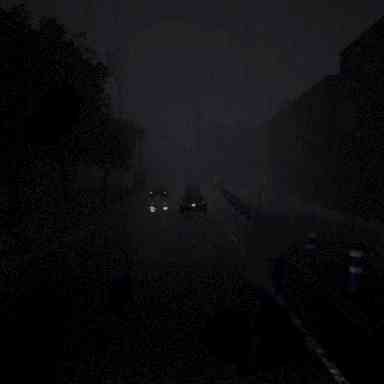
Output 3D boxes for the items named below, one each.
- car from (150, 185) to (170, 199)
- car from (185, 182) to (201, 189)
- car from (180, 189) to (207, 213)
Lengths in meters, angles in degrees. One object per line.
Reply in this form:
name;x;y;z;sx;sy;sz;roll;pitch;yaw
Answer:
car;-3.578;-0.031;37.242;1.895;1.301;4.718;0;5;0
car;0.121;-0.465;41.197;1.882;1.535;5.008;0;5;0
car;0.112;0.767;25.189;1.994;1.385;4.181;0;3;0
